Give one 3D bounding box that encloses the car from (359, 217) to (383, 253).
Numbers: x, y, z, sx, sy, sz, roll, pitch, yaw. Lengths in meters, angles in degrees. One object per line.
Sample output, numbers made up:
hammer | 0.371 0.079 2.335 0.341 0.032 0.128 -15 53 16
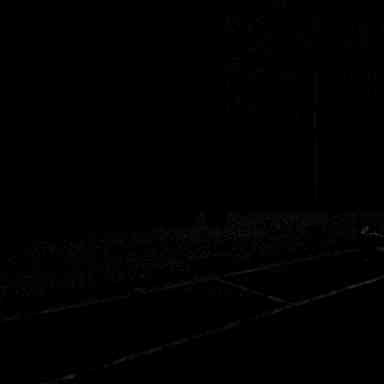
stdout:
car | 7.984 1.380 12.343 4.097 1.590 1.967 0 0 -35
